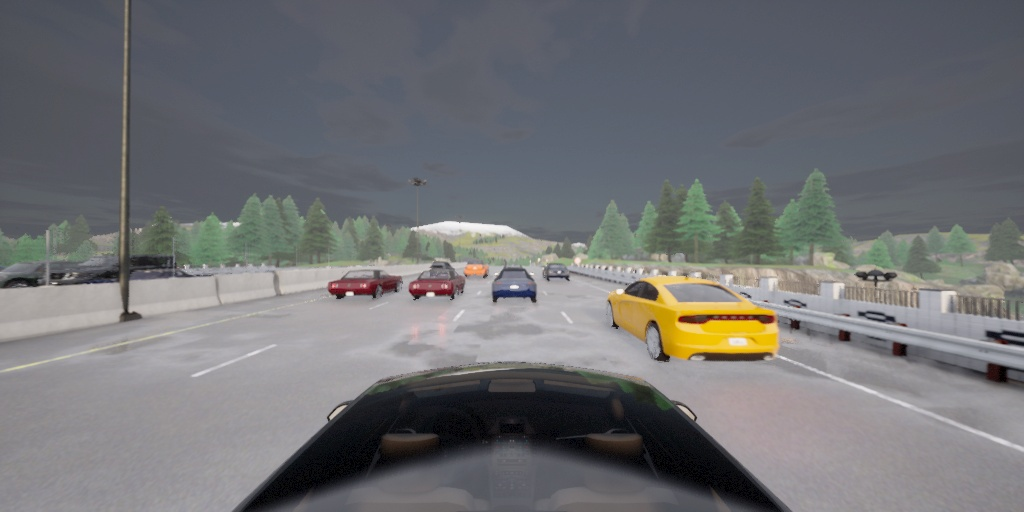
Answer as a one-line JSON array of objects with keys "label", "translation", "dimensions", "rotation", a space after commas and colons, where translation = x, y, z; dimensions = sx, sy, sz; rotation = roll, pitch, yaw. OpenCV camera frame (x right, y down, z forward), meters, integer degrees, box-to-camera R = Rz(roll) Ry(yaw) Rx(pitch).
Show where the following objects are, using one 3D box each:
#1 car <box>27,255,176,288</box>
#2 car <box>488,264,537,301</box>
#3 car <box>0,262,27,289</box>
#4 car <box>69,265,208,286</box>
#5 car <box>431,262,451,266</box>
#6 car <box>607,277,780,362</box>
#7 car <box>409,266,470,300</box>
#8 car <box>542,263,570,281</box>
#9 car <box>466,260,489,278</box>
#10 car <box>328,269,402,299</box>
[{"label": "car", "translation": [-21.101, 0.932, 19.277], "dimensions": [2.150, 2.045, 5.566], "rotation": [0, 0, 0]}, {"label": "car", "translation": [0.099, 1.272, 17.038], "dimensions": [1.994, 1.385, 4.181], "rotation": [0, 0, 0]}, {"label": "car", "translation": [-24.600, 1.061, 18.526], "dimensions": [2.097, 1.767, 4.553], "rotation": [0, 0, 0]}, {"label": "car", "translation": [-17.601, 1.309, 17.445], "dimensions": [1.895, 1.301, 4.718], "rotation": [0, 0, 0]}, {"label": "car", "translation": [-6.900, 1.321, 35.339], "dimensions": [1.837, 1.490, 4.892], "rotation": [0, -1, 0]}, {"label": "car", "translation": [3.601, 1.204, 8.193], "dimensions": [1.882, 1.535, 5.008], "rotation": [0, 0, 0]}, {"label": "car", "translation": [-3.400, 1.309, 17.219], "dimensions": [1.895, 1.301, 4.718], "rotation": [0, 0, 0]}, {"label": "car", "translation": [3.598, 1.310, 29.881], "dimensions": [2.033, 1.411, 5.357], "rotation": [0, 0, 0]}, {"label": "car", "translation": [-3.402, 1.165, 35.036], "dimensions": [2.097, 1.767, 4.553], "rotation": [0, -1, 0]}, {"label": "car", "translation": [-6.900, 1.309, 17.478], "dimensions": [1.895, 1.301, 4.718], "rotation": [0, 0, 0]}]
